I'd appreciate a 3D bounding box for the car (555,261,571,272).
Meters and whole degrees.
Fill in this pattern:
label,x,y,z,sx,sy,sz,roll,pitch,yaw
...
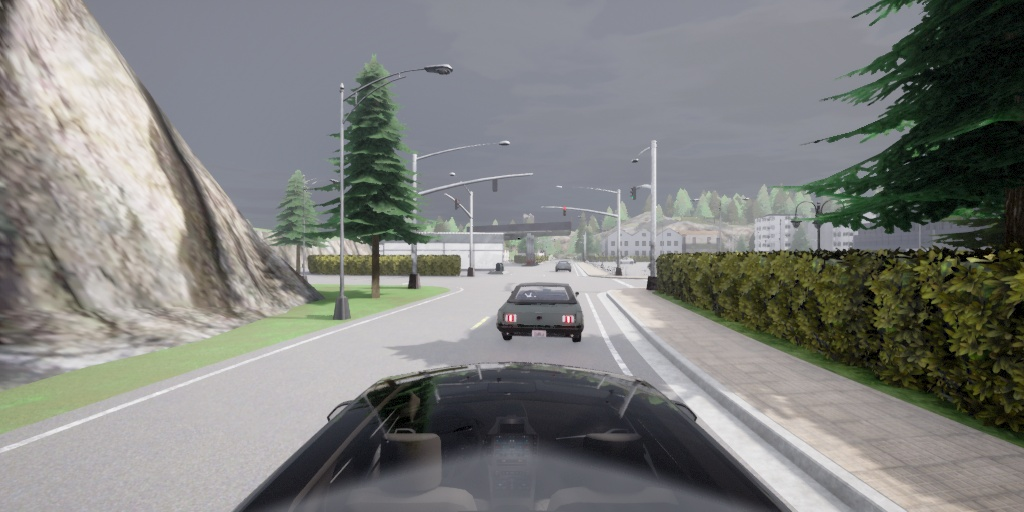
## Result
label,x,y,z,sx,sy,sz,roll,pitch,yaw
car,6.568,1.314,45.827,1.994,1.385,4.181,0,0,9

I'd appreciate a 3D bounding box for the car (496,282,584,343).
label,x,y,z,sx,sy,sz,roll,pitch,yaw
car,0.883,1.351,9.760,1.895,1.301,4.718,0,0,8
